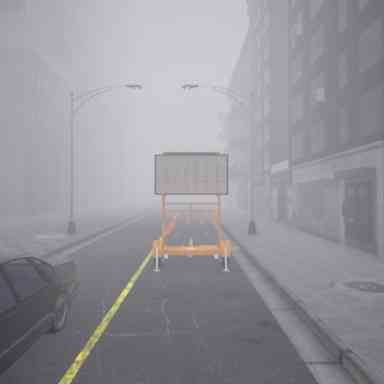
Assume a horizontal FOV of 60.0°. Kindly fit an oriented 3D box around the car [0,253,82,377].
[{"bbox_3d":[-3.007,1.560,4.067,2.033,1.411,5.357,0,0,0],"label":"car"}]

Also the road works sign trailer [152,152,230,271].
[{"bbox_3d":[-0.016,0.498,10.965,2.380,3.560,2.880,0,0,0],"label":"road works sign trailer"}]
